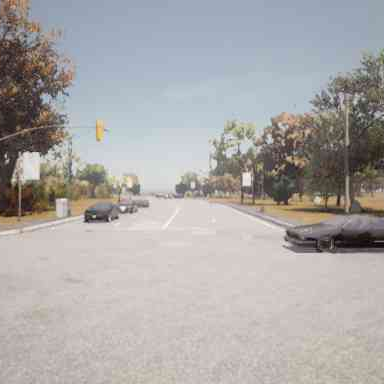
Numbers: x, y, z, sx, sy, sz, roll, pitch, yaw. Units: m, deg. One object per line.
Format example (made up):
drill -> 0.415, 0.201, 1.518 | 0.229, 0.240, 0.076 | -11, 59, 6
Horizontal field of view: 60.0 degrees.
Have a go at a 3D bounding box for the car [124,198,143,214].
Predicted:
car -> -7.136, 1.543, 36.680 | 2.128, 1.511, 4.902 | 0, 0, 0

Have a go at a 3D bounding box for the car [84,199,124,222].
car -> -7.111, 1.523, 26.664 | 1.882, 1.535, 5.008 | 0, 0, 0

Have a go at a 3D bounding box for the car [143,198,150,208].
car -> -7.271, 1.593, 48.496 | 1.994, 1.385, 4.181 | 0, 0, -1

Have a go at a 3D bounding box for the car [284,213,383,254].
car -> 6.491, 1.570, 13.160 | 5.357, 1.411, 2.033 | 0, 0, -3
